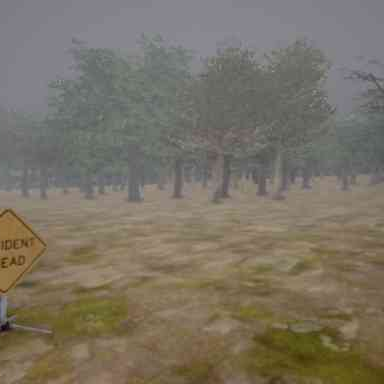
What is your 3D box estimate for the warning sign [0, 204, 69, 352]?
[{"bbox_3d":[-2.726,1.137,4.852,1.060,1.860,1.300,2,-1,36],"label":"warning sign"}]
